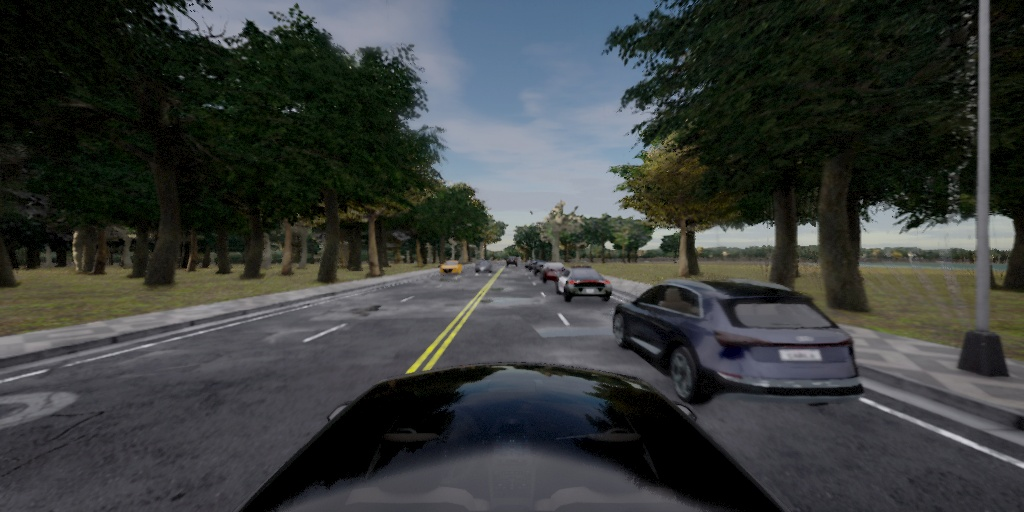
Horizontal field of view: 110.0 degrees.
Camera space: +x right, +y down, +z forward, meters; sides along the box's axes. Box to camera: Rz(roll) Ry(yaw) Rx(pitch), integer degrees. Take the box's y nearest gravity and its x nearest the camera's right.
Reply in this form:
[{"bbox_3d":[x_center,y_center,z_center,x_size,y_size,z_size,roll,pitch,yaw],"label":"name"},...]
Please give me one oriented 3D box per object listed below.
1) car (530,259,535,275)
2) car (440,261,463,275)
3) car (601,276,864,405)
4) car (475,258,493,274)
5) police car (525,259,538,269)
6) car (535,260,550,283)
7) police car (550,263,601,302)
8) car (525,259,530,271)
[{"bbox_3d":[3.251,1.302,39.299,1.837,1.490,4.892,0,0,0],"label":"car"},{"bbox_3d":[-6.587,1.276,39.216,1.882,1.535,5.008,0,0,0],"label":"car"},{"bbox_3d":[3.251,1.183,6.298,2.033,1.649,4.856,0,0,0],"label":"car"},{"bbox_3d":[-3.328,1.298,42.864,2.128,1.511,4.902,0,0,0],"label":"car"},{"bbox_3d":[3.251,1.369,61.302,2.038,1.542,4.974,0,0,0],"label":"police car"},{"bbox_3d":[3.251,1.280,28.329,2.163,1.488,4.792,0,0,0],"label":"car"},{"bbox_3d":[3.251,1.265,17.298,2.038,1.542,4.974,0,0,0],"label":"police car"},{"bbox_3d":[3.251,1.329,50.300,1.837,1.490,4.892,0,0,0],"label":"car"}]
